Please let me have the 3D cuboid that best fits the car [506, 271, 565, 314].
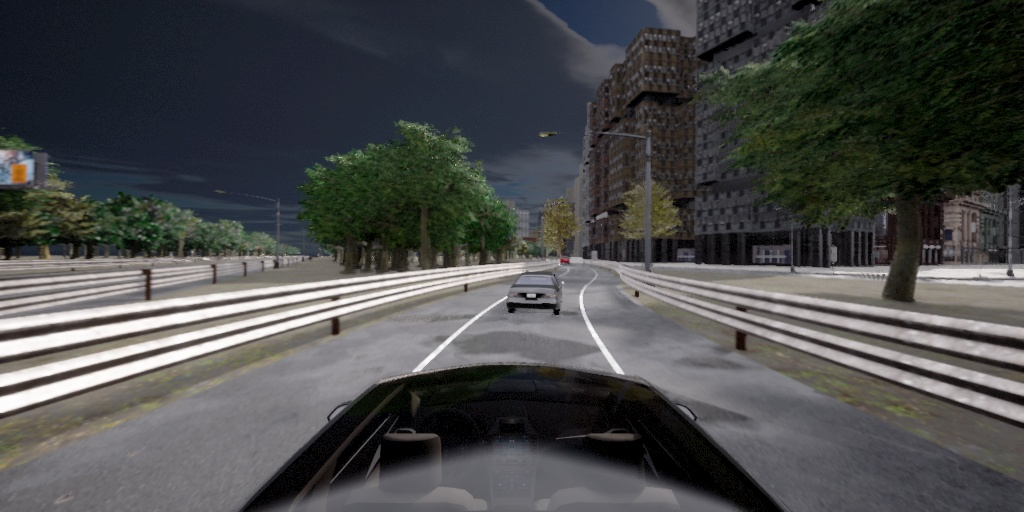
[{"bbox_3d":[1.005,1.303,13.872,2.033,1.411,5.357,0,0,9],"label":"car"}]
